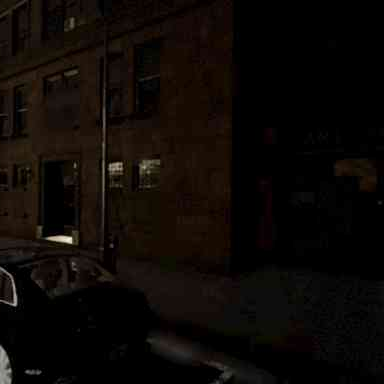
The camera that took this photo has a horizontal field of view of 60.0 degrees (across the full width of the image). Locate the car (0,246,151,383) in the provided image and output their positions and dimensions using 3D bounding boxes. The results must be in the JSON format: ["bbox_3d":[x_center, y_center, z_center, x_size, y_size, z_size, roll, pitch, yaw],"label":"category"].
[{"bbox_3d":[-2.575,1.498,4.932,4.403,1.369,2.008,1,1,36],"label":"car"}]
